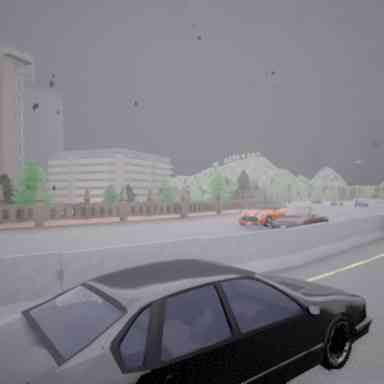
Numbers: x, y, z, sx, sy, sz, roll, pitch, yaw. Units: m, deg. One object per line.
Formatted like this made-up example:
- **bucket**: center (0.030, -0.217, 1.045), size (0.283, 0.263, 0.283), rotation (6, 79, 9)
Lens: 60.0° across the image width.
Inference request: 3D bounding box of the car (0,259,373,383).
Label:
- **car**: center (0.029, 1.564, 3.938), size (5.357, 1.411, 2.033), rotation (0, 0, -37)

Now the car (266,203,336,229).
- **car**: center (6.445, 1.604, 19.377), size (1.812, 1.442, 4.674), rotation (0, 0, 43)

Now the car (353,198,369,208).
- **car**: center (27.477, 1.761, 53.889), size (1.812, 1.442, 4.674), rotation (-1, 0, 22)

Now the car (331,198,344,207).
- **car**: center (25.490, 1.778, 58.349), size (2.128, 1.511, 4.902), rotation (-1, 0, 22)

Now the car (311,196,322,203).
- **car**: center (25.519, 1.710, 67.958), size (2.097, 1.767, 4.553), rotation (-1, 0, 21)

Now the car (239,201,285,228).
- **car**: center (5.190, 1.457, 23.195), size (2.097, 1.767, 4.553), rotation (-1, -1, 42)

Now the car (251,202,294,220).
- **car**: center (7.715, 1.703, 31.544), size (2.033, 1.411, 5.357), rotation (0, -1, 37)
